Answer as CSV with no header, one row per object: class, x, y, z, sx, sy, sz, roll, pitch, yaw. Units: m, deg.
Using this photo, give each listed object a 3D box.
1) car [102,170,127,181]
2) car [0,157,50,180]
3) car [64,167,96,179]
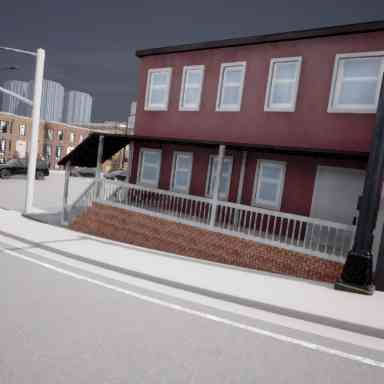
car,-9.357,-2.038,42.896,1.837,1.490,4.892,10,6,35
car,-16.792,-2.326,32.504,2.150,2.045,5.566,10,6,36
car,-14.064,-2.503,42.303,1.994,1.385,4.181,10,6,36
